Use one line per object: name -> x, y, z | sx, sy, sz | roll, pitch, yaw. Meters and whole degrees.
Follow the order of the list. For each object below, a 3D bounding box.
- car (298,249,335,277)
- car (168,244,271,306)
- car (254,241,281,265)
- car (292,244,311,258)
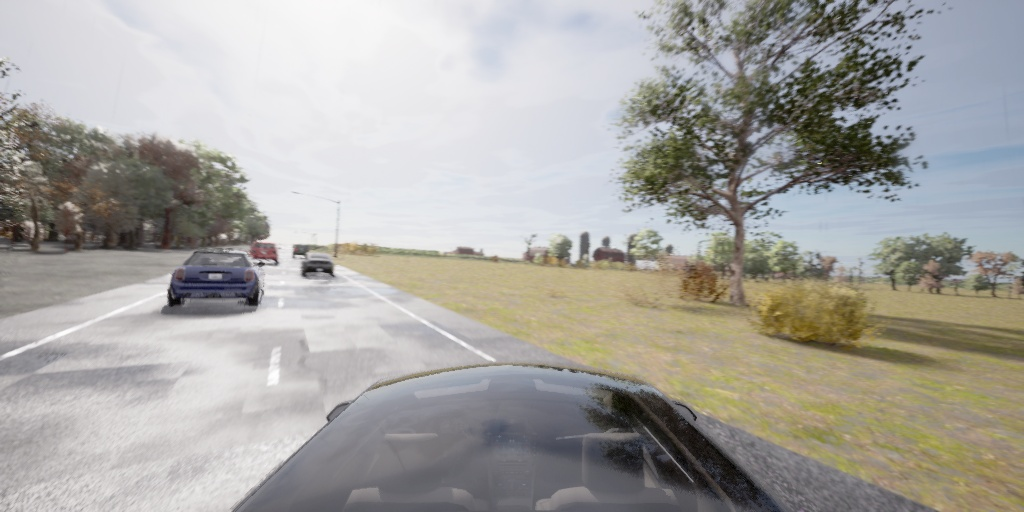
car -> -13.226, 0.542, 24.375 | 1.837, 1.490, 4.892 | 4, 0, -32
car -> -9.711, 0.553, 12.186 | 2.097, 1.767, 4.553 | 4, 0, -32
car -> -23.182, -0.309, 33.723 | 2.150, 2.045, 5.566 | 4, 0, -32
car -> -31.011, -0.719, 52.821 | 2.150, 2.045, 5.566 | 4, 0, -32
